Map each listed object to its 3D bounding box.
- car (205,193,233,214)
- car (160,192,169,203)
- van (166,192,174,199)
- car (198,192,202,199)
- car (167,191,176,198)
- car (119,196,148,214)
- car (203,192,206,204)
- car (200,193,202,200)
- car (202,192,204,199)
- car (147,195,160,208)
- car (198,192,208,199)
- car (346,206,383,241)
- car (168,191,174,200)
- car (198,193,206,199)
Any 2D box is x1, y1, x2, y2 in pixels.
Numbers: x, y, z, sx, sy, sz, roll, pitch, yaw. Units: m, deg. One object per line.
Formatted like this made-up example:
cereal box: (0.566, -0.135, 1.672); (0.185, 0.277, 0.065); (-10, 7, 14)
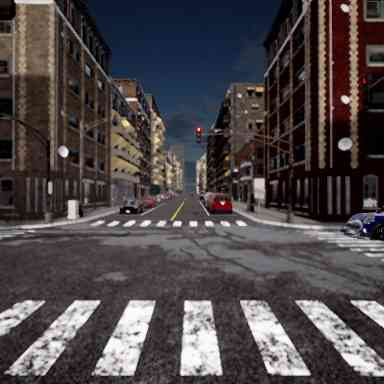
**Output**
car: (2.700, 1.089, 31.698); (2.192, 1.841, 5.009); (1, 0, 0)
car: (-5.691, 1.162, 59.313); (2.008, 1.369, 4.403); (1, 0, 0)
van: (-5.695, 0.824, 86.931); (1.690, 1.788, 3.998); (1, 0, 0)
car: (2.685, 1.096, 75.886); (1.947, 1.339, 4.313); (1, 0, 0)
car: (-5.696, 0.777, 92.455); (2.192, 1.841, 5.009); (1, 0, 0)
car: (-5.685, 1.339, 31.695); (1.947, 1.339, 4.313); (1, 0, 0)
car: (2.699, 1.052, 37.222); (2.192, 1.841, 5.009); (1, 0, 0)
car: (2.690, 1.222, 53.792); (1.802, 1.307, 4.206); (1, 0, 0)
car: (2.695, 1.143, 42.747); (1.967, 1.590, 4.097); (1, 0, 0)
car: (-5.687, 1.247, 42.743); (1.887, 1.381, 4.507); (1, 0, 0)
car: (2.687, 0.821, 81.409); (2.192, 1.841, 5.009); (1, 0, 0)
car: (9.622, 1.251, 15.314); (4.553, 1.767, 2.097); (0, -1, 0)
car: (-5.696, 1.112, 75.882); (1.802, 1.307, 4.206); (1, 0, 0)
car: (2.682, 1.028, 86.935); (1.887, 1.381, 4.507); (1, 0, 0)
